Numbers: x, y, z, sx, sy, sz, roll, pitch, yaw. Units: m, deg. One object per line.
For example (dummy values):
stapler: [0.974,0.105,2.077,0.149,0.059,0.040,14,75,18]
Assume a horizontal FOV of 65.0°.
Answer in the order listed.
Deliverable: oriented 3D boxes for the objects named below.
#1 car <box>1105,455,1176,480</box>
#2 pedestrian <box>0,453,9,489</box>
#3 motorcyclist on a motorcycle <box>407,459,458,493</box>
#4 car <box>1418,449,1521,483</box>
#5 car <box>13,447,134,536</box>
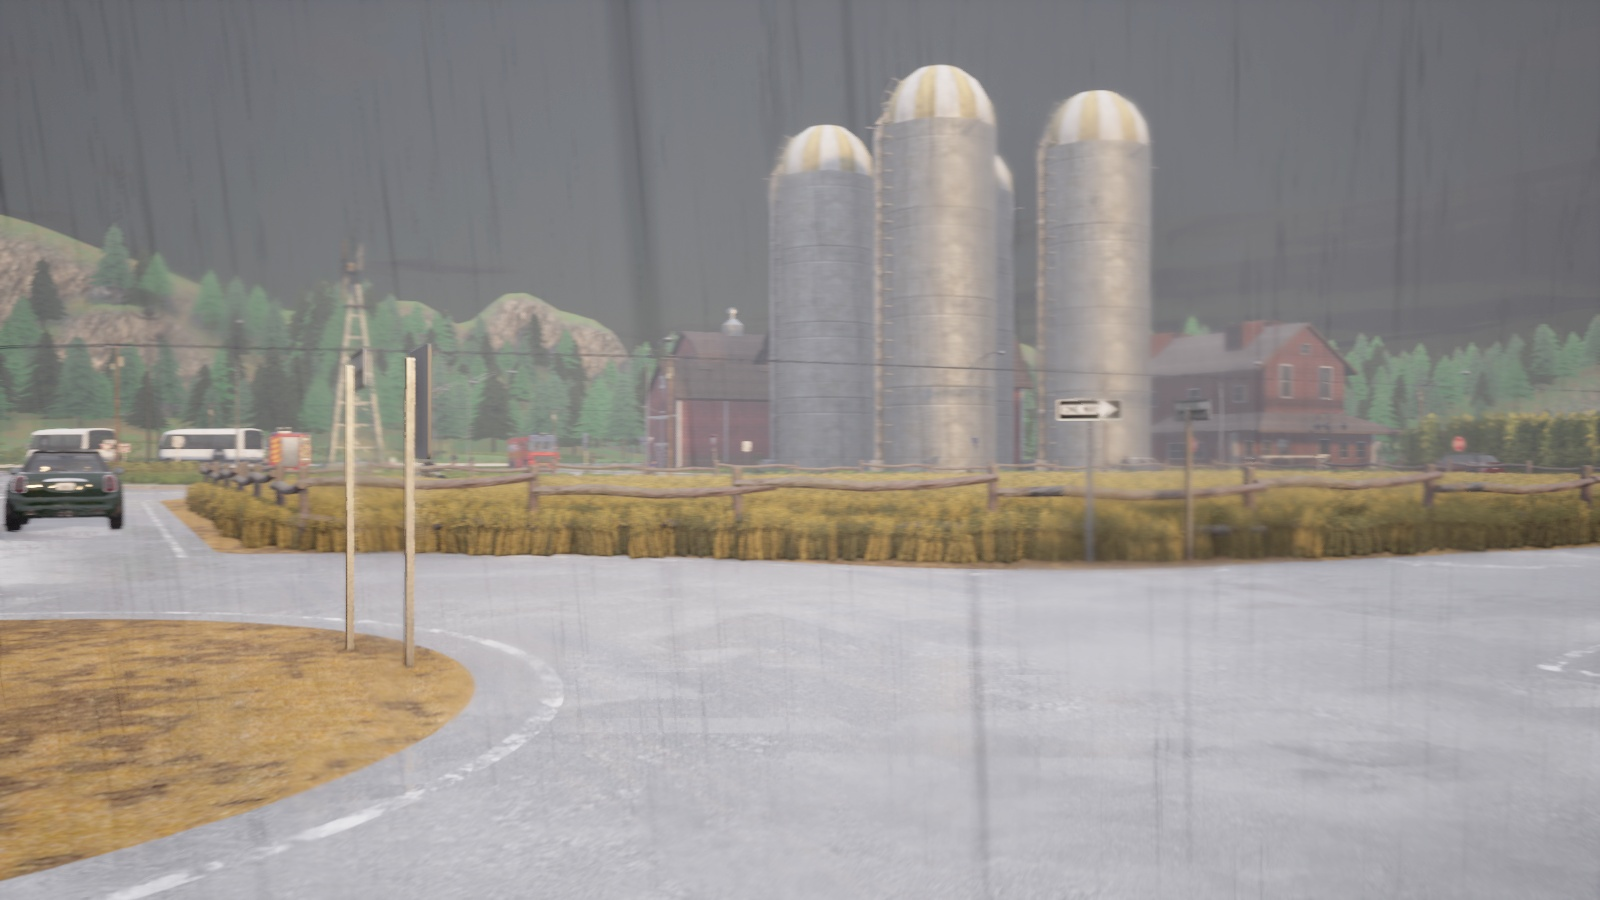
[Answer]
car: [20.652,1.055,76.215,3.806,1.475,1.970,0,0,-25]
pedestrian: [-42.999,1.126,67.497,0.788,1.949,0.423,0,0,-24]
motorcyclist on a motorcycle: [-17.127,1.201,58.527,2.191,1.530,0.866,0,0,-25]
car: [36.151,0.827,67.897,2.097,1.767,4.553,0,0,-25]
car: [-15.701,0.837,27.299,2.097,1.767,4.553,0,0,-29]
